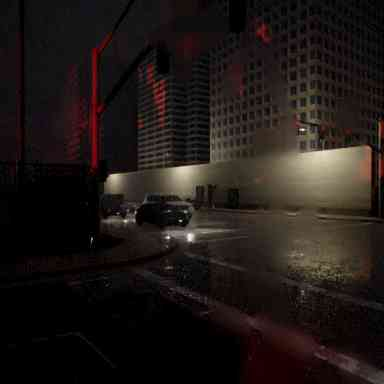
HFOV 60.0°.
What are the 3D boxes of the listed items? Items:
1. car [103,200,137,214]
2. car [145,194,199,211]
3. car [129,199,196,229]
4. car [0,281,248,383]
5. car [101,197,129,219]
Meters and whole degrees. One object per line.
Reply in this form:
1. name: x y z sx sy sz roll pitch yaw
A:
1. car: -7.772 1.545 35.589 1.895 1.301 4.718 0 0 -35
2. car: -2.106 1.166 27.636 2.150 2.045 5.566 0 0 -35
3. car: -2.042 1.449 21.477 1.837 1.490 4.892 0 0 -35
4. car: -1.852 1.601 2.669 4.718 1.301 1.895 0 0 -36
5. car: -7.367 1.470 28.988 1.812 1.442 4.674 0 0 -35
